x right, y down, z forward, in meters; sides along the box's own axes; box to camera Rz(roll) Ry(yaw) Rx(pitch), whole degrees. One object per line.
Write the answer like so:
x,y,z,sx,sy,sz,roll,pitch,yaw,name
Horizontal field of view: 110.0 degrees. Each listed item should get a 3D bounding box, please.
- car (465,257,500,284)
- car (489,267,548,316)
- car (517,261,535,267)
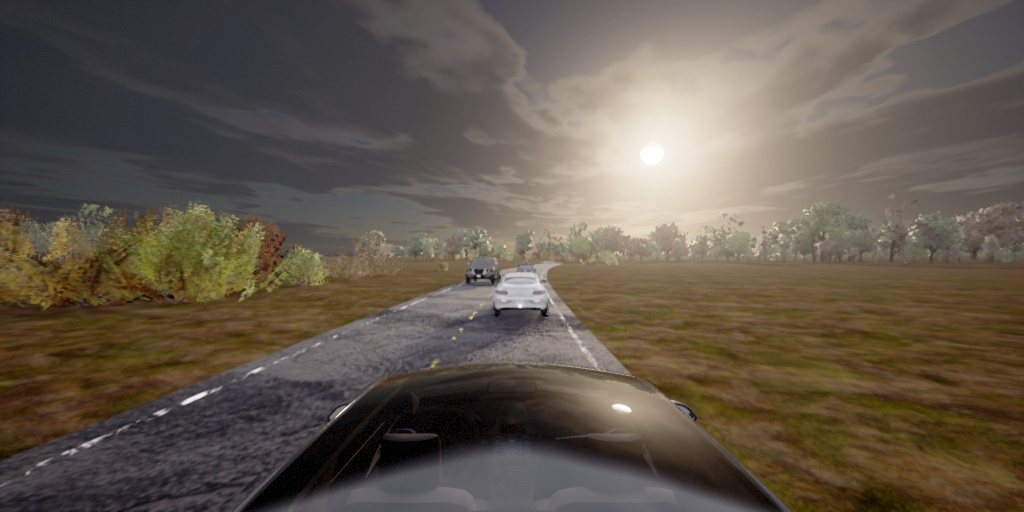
-2.181,1.069,28.079,2.150,2.045,5.566,0,0,4,car
0.332,1.320,13.552,1.812,1.442,4.674,0,0,2,car
1.346,1.414,32.701,2.033,1.411,5.357,0,0,4,car
